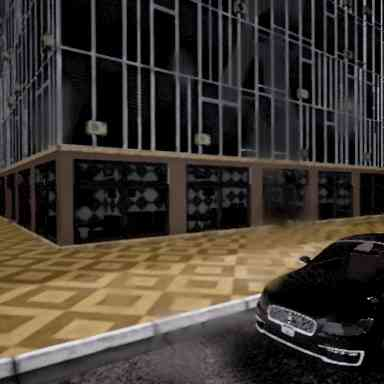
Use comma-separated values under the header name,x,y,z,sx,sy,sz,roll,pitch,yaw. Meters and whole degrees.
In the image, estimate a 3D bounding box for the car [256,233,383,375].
name,x,y,z,sx,sy,sz,roll,pitch,yaw
car,3.200,1.528,5.651,4.892,1.490,1.837,0,0,-35
